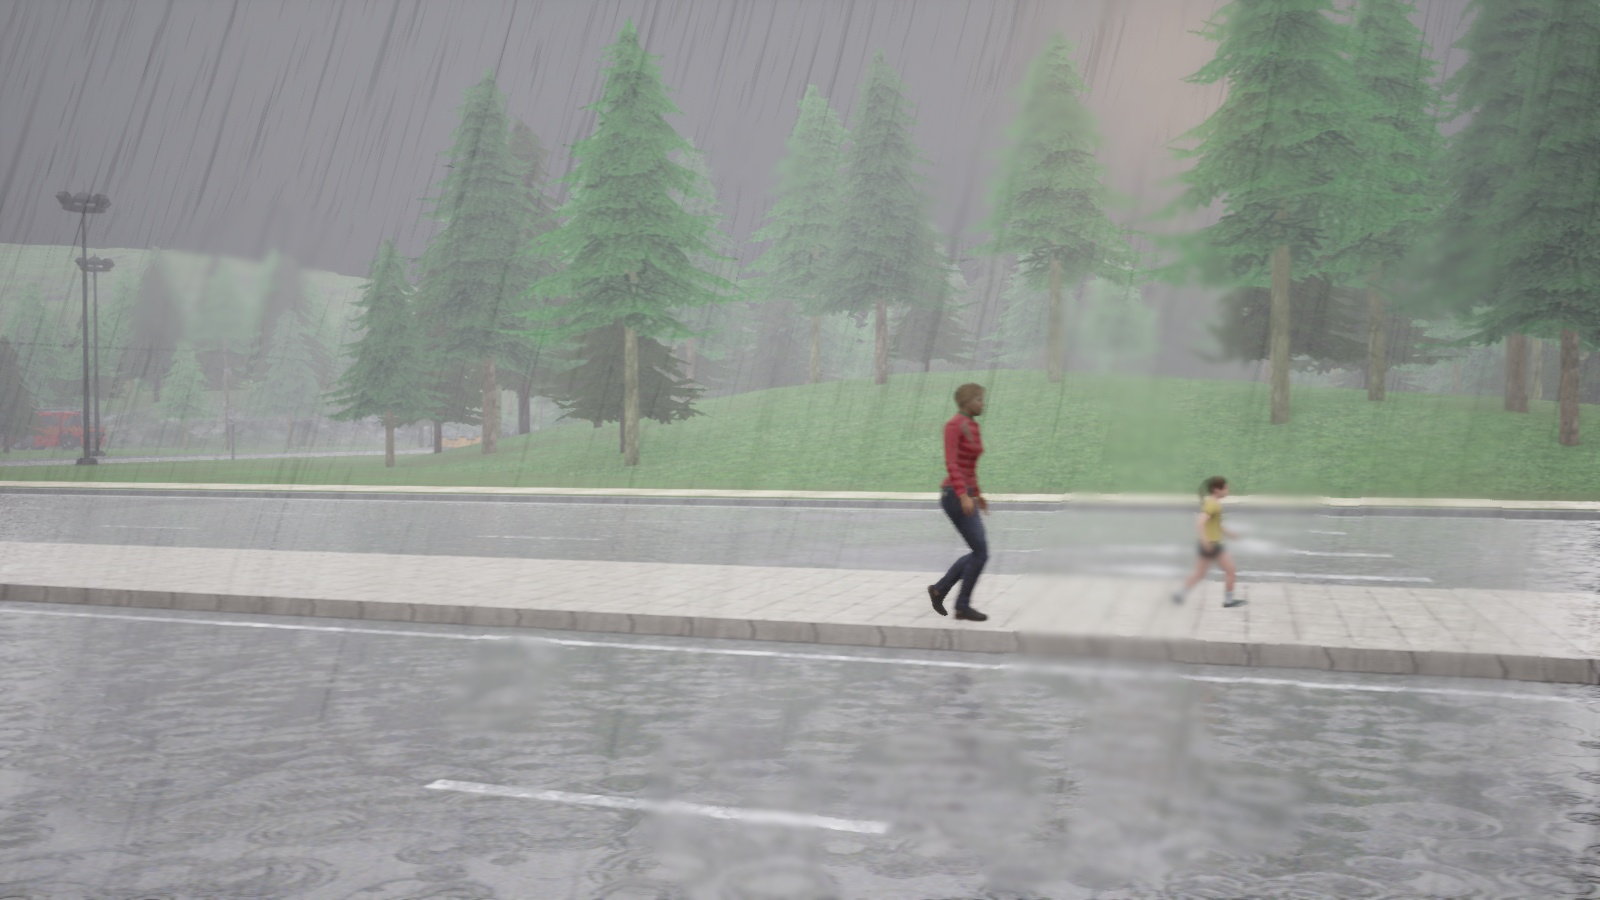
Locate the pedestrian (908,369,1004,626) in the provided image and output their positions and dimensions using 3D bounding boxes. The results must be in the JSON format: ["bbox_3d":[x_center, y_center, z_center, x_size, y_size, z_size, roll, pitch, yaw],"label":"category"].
[{"bbox_3d":[1.154,0.340,9.292,0.636,1.846,0.331,1,1,21],"label":"pedestrian"}]

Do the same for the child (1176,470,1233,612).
[{"bbox_3d":[3.224,0.717,10.021,0.394,1.110,0.255,0,1,12],"label":"child"}]
